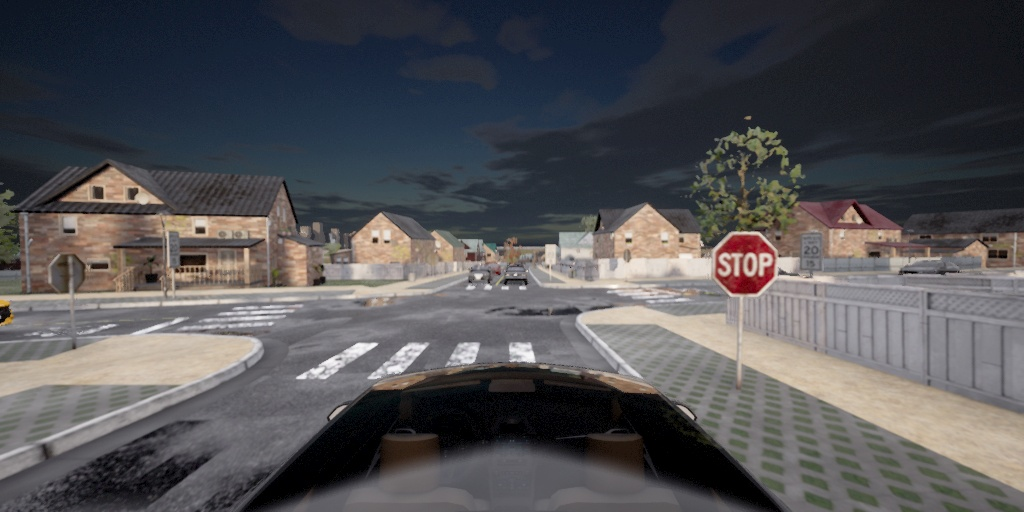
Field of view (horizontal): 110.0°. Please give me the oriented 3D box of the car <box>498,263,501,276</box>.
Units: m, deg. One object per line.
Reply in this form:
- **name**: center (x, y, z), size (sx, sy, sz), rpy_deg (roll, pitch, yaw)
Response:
- **car**: center (-2.340, 1.594, 42.949), size (1.882, 1.535, 5.008), rpy_deg (0, 0, 2)

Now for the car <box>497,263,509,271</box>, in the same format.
- **car**: center (-1.552, 1.930, 64.938), size (1.812, 1.442, 4.674), rpy_deg (0, -1, 3)

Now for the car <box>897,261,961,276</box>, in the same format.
- **car**: center (32.240, 1.115, 27.679), size (4.892, 1.490, 1.837), rpy_deg (0, 2, -17)

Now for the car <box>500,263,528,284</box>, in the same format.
- **car**: center (0.324, 1.525, 29.754), size (2.033, 1.411, 5.357), rpy_deg (0, -1, 1)

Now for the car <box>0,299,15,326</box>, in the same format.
- **car**: center (-16.902, 1.480, 9.361), size (5.008, 1.535, 1.882), rpy_deg (0, 2, -17)

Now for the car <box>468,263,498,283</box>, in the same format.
- **car**: center (-2.605, 1.475, 30.568), size (2.128, 1.511, 4.902), rpy_deg (0, 0, 1)

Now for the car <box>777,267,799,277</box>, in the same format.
- **car**: center (15.372, 1.304, 22.460), size (4.718, 1.301, 1.895), rpy_deg (0, 2, -17)
